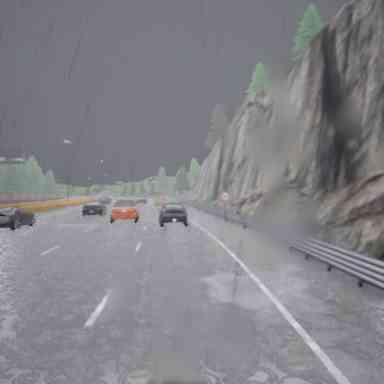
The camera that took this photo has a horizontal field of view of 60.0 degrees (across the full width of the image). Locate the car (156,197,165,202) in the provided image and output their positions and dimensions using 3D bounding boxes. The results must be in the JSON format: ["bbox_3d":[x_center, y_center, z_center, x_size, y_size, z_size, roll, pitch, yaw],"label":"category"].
[{"bbox_3d":[-5.062,1.551,54.602,1.801,1.575,5.366,-1,0,-6],"label":"car"}]

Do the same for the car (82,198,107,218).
[{"bbox_3d":[-9.574,1.642,33.068,1.882,1.535,5.008,-1,0,-7],"label":"car"}]

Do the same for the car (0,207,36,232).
[{"bbox_3d":[-11.722,1.689,21.545,2.128,1.511,4.902,-1,0,-7],"label":"car"}]

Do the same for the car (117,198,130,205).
[{"bbox_3d":[-13.350,1.834,65.202,1.895,1.301,4.718,-1,0,-6],"label":"car"}]

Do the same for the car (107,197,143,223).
[{"bbox_3d":[-5.290,1.445,26.829,2.097,1.767,4.553,-1,0,-7],"label":"car"}]

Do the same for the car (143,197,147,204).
[{"bbox_3d":[-9.766,1.700,65.457,1.812,1.442,4.674,-1,0,-6],"label":"car"}]

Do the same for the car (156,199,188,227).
[{"bbox_3d":[-1.373,1.534,23.485,1.837,1.490,4.892,-1,0,-7],"label":"car"}]

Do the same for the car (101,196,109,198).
[{"bbox_3d":[-16.663,1.640,64.118,2.097,1.767,4.553,-1,0,-6],"label":"car"}]
